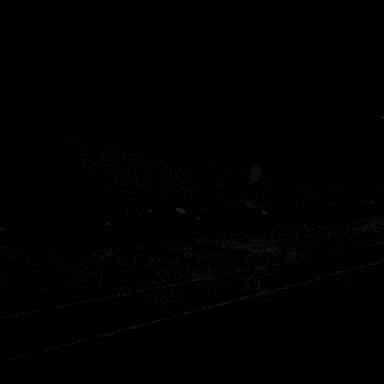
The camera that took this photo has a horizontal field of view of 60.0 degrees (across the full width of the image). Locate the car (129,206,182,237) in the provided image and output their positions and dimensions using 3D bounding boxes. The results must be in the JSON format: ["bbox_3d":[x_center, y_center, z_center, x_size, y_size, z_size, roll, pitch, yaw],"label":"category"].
[{"bbox_3d":[-3.349,1.497,18.037,4.892,1.521,2.231,-1,0,33],"label":"car"}]

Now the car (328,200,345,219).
[{"bbox_3d":[10.427,1.530,29.181,4.892,1.521,2.231,0,0,30],"label":"car"}]

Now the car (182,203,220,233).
[{"bbox_3d":[-1.012,1.539,19.852,4.674,1.452,2.002,-1,-1,33],"label":"car"}]

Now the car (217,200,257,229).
[{"bbox_3d":[1.312,1.502,21.668,5.008,1.535,2.097,-1,0,32],"label":"car"}]

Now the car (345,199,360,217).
[{"bbox_3d":[12.667,1.541,31.116,4.892,1.521,2.231,0,0,29],"label":"car"}]

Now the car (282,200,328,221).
[{"bbox_3d":[8.173,1.522,27.269,4.892,1.521,2.231,-1,0,30],"label":"car"}]

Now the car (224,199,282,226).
[{"bbox_3d":[3.587,1.382,23.538,4.553,1.767,2.185,-1,-1,32],"label":"car"}]

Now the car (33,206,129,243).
[{"bbox_3d":[-5.737,1.525,16.277,4.792,1.488,2.163,-1,-1,34],"label":"car"}]

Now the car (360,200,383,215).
[{"bbox_3d":[17.087,1.567,35.044,5.008,1.535,2.097,0,-1,29],"label":"car"}]
